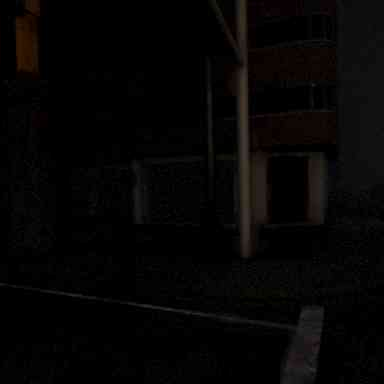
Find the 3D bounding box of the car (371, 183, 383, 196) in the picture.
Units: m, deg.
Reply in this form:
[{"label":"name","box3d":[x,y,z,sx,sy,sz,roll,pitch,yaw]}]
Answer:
[{"label":"car","box3d":[23.960,-0.375,42.199,2.038,1.542,4.974,-1,2,24]}]

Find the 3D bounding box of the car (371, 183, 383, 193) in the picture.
[{"label":"car","box3d":[23.977,-0.535,42.242,1.853,1.218,4.536,-1,2,24]}]
